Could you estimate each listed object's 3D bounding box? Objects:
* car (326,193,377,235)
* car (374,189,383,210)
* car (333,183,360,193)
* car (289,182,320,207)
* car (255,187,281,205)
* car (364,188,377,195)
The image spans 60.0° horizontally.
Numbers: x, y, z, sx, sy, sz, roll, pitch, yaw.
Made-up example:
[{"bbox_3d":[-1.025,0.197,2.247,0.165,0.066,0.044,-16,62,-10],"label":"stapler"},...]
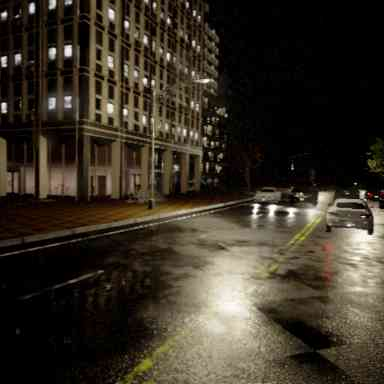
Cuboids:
[{"bbox_3d":[7.271,1.008,15.292,1.812,1.442,4.674,3,3,26],"label":"car"},{"bbox_3d":[15.329,0.802,24.981,2.033,1.411,5.357,3,3,24],"label":"car"},{"bbox_3d":[14.979,0.148,32.254,2.150,2.045,5.566,2,3,23],"label":"car"},{"bbox_3d":[9.998,0.151,29.381,2.150,2.045,5.566,3,3,24],"label":"car"},{"bbox_3d":[7.168,0.313,31.049,1.812,1.442,4.674,3,3,24],"label":"car"},{"bbox_3d":[21.545,0.303,39.390,1.812,1.442,4.674,2,2,23],"label":"car"}]
